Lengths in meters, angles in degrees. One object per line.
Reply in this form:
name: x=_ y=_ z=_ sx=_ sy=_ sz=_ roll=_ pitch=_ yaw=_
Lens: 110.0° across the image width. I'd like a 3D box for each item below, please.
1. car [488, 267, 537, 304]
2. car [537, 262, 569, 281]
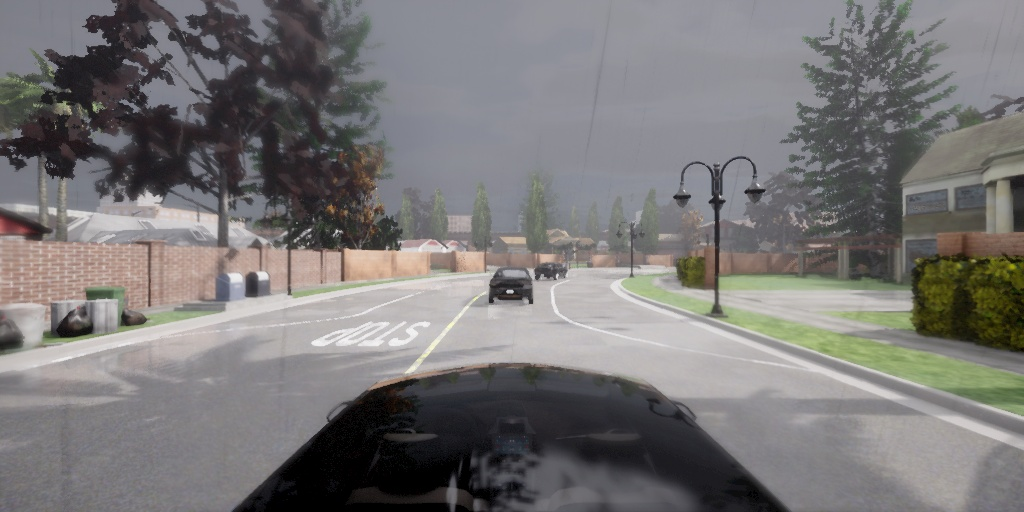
car: x=0.040 y=1.236 z=16.419 sx=1.882 sy=1.535 sz=5.008 roll=0 pitch=0 yaw=3
car: x=3.362 y=1.262 z=30.279 sx=1.837 sy=1.490 sz=4.892 roll=0 pitch=0 yaw=24
